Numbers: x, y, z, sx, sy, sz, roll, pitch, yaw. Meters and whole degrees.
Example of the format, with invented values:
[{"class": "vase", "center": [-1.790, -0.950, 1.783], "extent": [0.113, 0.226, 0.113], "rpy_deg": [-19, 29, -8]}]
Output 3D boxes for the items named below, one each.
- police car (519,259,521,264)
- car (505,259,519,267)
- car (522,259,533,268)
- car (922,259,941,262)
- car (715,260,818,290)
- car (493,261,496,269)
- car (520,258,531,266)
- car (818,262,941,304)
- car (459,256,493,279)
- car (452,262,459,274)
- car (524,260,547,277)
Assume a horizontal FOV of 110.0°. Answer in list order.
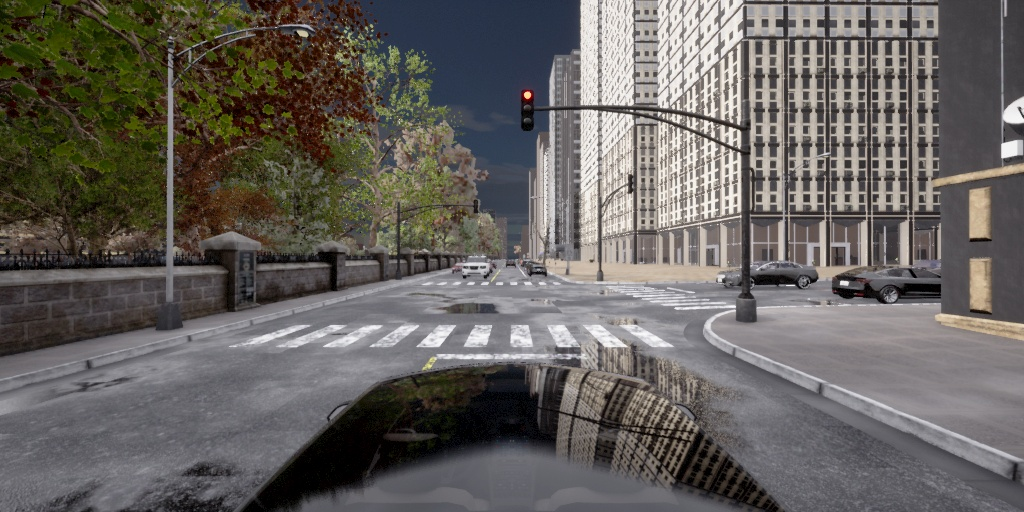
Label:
[{"class": "police car", "center": [2.824, 1.218, 64.501], "extent": [1.930, 1.638, 5.238], "rpy_deg": [0, 0, 0]}, {"class": "car", "center": [-0.213, 1.299, 65.109], "extent": [1.837, 1.490, 4.892], "rpy_deg": [0, 0, 0]}, {"class": "car", "center": [2.493, 1.335, 41.709], "extent": [1.948, 1.339, 4.313], "rpy_deg": [0, 0, 0]}, {"class": "car", "center": [23.474, 0.882, 19.442], "extent": [5.357, 1.411, 2.033], "rpy_deg": [-1, 0, -1]}, {"class": "car", "center": [13.656, 0.993, 19.349], "extent": [4.902, 1.511, 2.128], "rpy_deg": [-1, 0, 0]}, {"class": "car", "center": [-3.290, 1.296, 43.475], "extent": [1.812, 1.442, 4.674], "rpy_deg": [0, 0, 0]}, {"class": "car", "center": [2.465, 1.340, 47.342], "extent": [1.948, 1.339, 4.313], "rpy_deg": [0, 0, 0]}, {"class": "car", "center": [14.630, 1.026, 13.555], "extent": [4.313, 1.339, 1.948], "rpy_deg": [0, 0, -1]}, {"class": "car", "center": [-3.253, 0.985, 33.266], "extent": [2.150, 2.045, 5.566], "rpy_deg": [0, 0, 0]}, {"class": "car", "center": [-5.888, 1.351, 41.667], "extent": [1.802, 1.307, 4.207], "rpy_deg": [0, 0, 0]}, {"class": "car", "center": [2.521, 1.331, 36.077], "extent": [1.948, 1.339, 4.313], "rpy_deg": [0, 0, 0]}]
